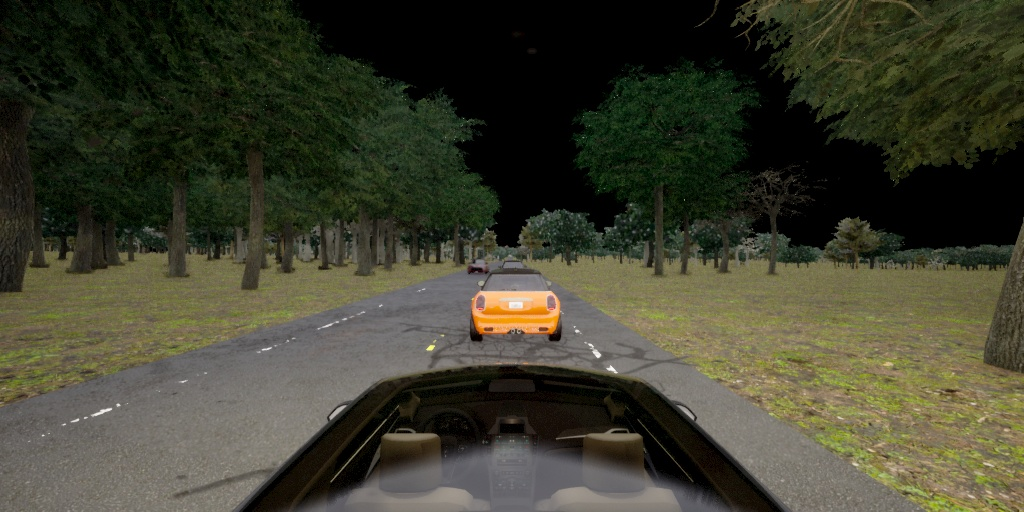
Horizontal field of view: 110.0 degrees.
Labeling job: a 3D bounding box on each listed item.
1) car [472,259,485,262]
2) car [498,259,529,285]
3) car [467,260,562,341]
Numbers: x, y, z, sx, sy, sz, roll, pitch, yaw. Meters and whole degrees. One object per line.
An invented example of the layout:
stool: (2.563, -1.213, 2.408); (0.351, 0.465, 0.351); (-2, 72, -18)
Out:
car: (-3.688, 1.117, 39.507); (2.097, 1.767, 4.553); (0, 0, 0)
car: (0.043, 1.103, 26.753); (2.097, 1.767, 4.553); (0, 0, -1)
car: (0.082, 1.102, 10.016); (2.097, 1.767, 4.553); (0, 0, 0)
